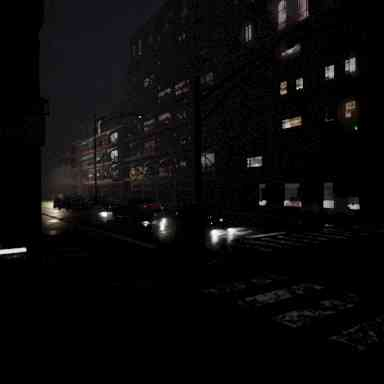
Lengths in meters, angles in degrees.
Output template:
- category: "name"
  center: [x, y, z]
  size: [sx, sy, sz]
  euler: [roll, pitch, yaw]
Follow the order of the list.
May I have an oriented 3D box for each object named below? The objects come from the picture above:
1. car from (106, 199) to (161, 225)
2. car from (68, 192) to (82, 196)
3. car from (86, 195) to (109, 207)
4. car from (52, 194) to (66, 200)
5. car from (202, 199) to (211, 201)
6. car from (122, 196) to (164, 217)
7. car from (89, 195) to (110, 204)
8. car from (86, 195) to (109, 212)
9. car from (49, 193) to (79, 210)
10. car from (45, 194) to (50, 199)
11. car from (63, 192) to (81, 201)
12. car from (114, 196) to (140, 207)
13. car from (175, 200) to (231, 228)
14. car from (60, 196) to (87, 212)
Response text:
- category: "car"
  center: [-4.344, 1.509, 24.224]
  size: [1.887, 1.381, 4.507]
  euler: [-1, 1, -35]
- category: "car"
  center: [-19.750, 1.209, 56.854]
  size: [2.128, 1.511, 4.902]
  euler: [-1, 1, -35]
- category: "car"
  center: [-13.795, 1.266, 48.293]
  size: [1.837, 1.490, 4.892]
  euler: [-1, 1, -34]
- category: "car"
  center: [-31.460, 1.123, 78.610]
  size: [2.008, 1.369, 4.403]
  euler: [-1, 1, -35]
- category: "car"
  center: [0.849, 1.359, 31.868]
  size: [1.887, 1.381, 4.507]
  euler: [-1, 1, -35]
- category: "car"
  center: [-4.248, 1.257, 28.872]
  size: [2.097, 1.767, 4.553]
  euler: [-1, 1, -35]
- category: "car"
  center: [-15.444, 1.216, 55.348]
  size: [1.752, 1.417, 4.829]
  euler: [-1, 1, -35]
- category: "car"
  center: [-9.846, 1.425, 37.017]
  size: [1.994, 1.385, 4.181]
  euler: [-1, 1, -35]
- category: "car"
  center: [-15.803, 1.312, 41.093]
  size: [1.967, 1.590, 4.097]
  euler: [-1, 1, -35]
- category: "car"
  center: [-34.778, 1.074, 83.431]
  size: [1.752, 1.417, 4.829]
  euler: [-1, 1, -35]
- category: "car"
  center: [-25.017, 0.934, 69.247]
  size: [2.192, 1.841, 5.009]
  euler: [-1, 1, -35]
- category: "car"
  center: [-8.999, 1.265, 45.987]
  size: [1.752, 1.417, 4.829]
  euler: [-1, 1, -35]
- category: "car"
  center: [0.648, 1.507, 21.767]
  size: [1.994, 1.385, 4.181]
  euler: [-1, 1, -34]
- category: "car"
  center: [-12.579, 1.448, 36.413]
  size: [2.008, 1.369, 4.403]
  euler: [-1, 1, -35]
